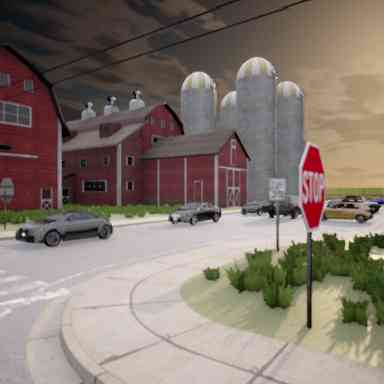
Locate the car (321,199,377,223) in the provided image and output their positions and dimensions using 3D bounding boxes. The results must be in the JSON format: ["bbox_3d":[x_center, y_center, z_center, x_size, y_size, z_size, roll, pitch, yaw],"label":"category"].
[{"bbox_3d":[11.345,1.503,25.205,4.193,1.474,1.816,0,0,35],"label":"car"}]

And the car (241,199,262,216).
[{"bbox_3d":[6.445,1.499,32.478,1.837,1.490,4.892,0,0,35],"label":"car"}]

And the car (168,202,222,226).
[{"bbox_3d":[0.318,1.485,23.594,2.128,1.511,4.902,0,0,35],"label":"car"}]

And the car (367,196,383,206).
[{"bbox_3d":[32.442,1.477,56.440,4.611,1.667,2.242,0,0,35],"label":"car"}]

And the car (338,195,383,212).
[{"bbox_3d":[18.593,1.310,36.588,3.866,1.878,1.905,0,0,35],"label":"car"}]

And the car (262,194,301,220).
[{"bbox_3d":[8.410,1.216,28.827,2.150,2.045,5.566,0,0,35],"label":"car"}]

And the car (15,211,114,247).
[{"bbox_3d":[-5.652,1.557,15.135,1.994,1.385,4.181,0,0,38],"label":"car"}]
